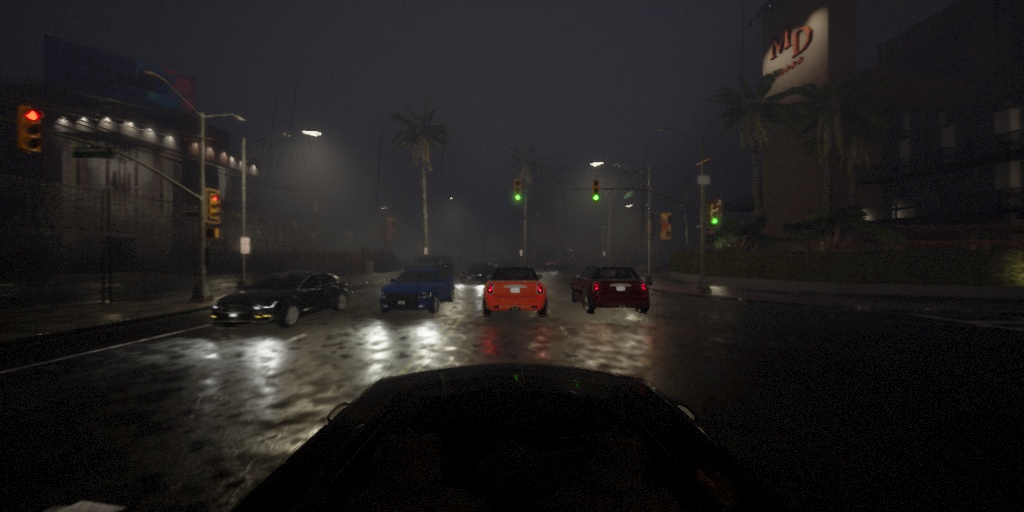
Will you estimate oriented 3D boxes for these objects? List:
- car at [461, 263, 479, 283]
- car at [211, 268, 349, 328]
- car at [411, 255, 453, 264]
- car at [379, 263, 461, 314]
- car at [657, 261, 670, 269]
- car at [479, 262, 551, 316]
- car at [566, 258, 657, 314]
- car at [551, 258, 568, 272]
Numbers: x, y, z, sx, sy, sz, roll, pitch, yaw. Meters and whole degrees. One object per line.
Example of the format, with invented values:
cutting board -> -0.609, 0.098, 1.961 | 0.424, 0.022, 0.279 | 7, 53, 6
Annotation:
car -> -2.412, 1.275, 27.316 | 1.812, 1.442, 4.674 | 0, 0, 14
car -> -7.008, 1.255, 11.495 | 1.837, 1.490, 4.892 | 0, 0, 1
car -> -6.100, 0.972, 26.898 | 2.150, 2.045, 5.566 | 0, 0, 12
car -> -3.490, 1.227, 14.017 | 1.882, 1.535, 5.008 | 0, 0, 2
car -> 24.189, 1.347, 55.587 | 4.718, 1.301, 1.895 | 0, 0, -28
car -> 0.100, 1.101, 13.478 | 2.097, 1.767, 4.553 | 0, 0, 0
car -> 3.601, 1.101, 14.003 | 2.097, 1.767, 4.553 | 0, 0, 0
car -> 6.125, 1.295, 45.620 | 2.033, 1.411, 5.357 | 0, 0, 39
